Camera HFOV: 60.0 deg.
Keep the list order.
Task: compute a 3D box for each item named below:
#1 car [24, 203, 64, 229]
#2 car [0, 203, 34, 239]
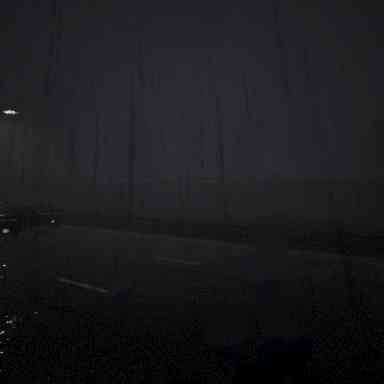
[{"bbox_3d":[-9.492,1.368,19.379,4.902,1.511,2.128,0,0,36],"label":"car"},{"bbox_3d":[-9.708,1.383,15.232,4.902,1.511,2.128,1,0,36],"label":"car"}]
